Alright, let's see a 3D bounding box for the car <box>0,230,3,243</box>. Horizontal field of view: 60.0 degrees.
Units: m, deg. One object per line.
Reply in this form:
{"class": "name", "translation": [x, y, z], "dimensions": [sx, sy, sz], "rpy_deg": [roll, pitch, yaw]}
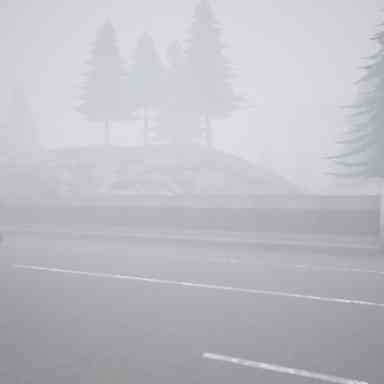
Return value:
{"class": "car", "translation": [-10.464, 1.776, 14.605], "dimensions": [4.181, 1.385, 1.994], "rpy_deg": [0, -1, 21]}
